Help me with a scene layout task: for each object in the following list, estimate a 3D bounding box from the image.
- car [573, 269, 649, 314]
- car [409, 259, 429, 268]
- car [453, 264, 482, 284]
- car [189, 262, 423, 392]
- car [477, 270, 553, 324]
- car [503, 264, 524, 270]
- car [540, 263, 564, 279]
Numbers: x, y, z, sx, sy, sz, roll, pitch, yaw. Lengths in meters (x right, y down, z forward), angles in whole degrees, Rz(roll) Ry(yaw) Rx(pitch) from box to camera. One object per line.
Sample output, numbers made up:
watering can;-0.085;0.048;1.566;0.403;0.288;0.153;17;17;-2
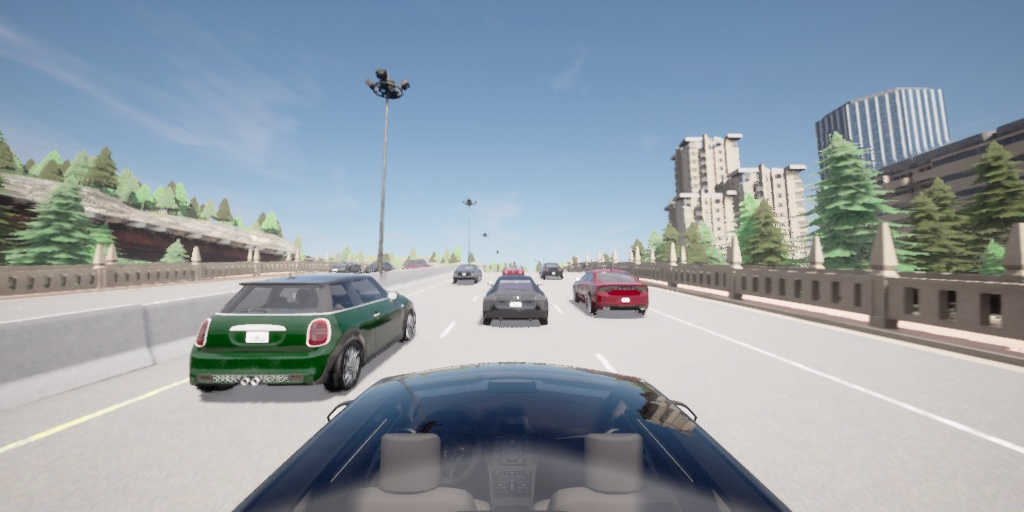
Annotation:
car;3.605;1.245;13.838;1.882;1.535;5.008;0;0;0
car;-10.572;1.160;39.432;2.097;1.767;4.553;0;0;0
car;-3.389;1.338;27.915;2.033;1.411;5.357;0;0;0
car;-3.397;1.108;6.912;2.097;1.767;4.553;0;0;0
car;0.105;1.329;12.041;1.994;1.385;4.181;0;0;0
car;0.112;1.397;31.833;1.895;1.301;4.718;0;0;0
car;3.613;1.325;33.355;1.812;1.442;4.674;0;0;0
